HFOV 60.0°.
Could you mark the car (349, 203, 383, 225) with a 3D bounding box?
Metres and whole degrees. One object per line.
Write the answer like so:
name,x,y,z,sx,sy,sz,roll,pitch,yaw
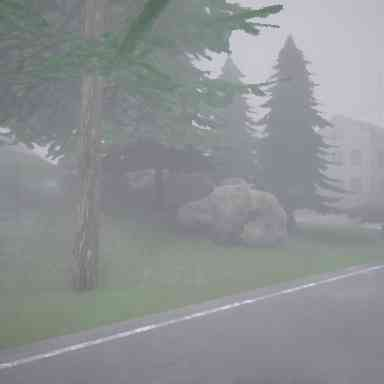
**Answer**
car,12.685,1.476,21.608,2.128,1.511,4.902,0,0,-33
